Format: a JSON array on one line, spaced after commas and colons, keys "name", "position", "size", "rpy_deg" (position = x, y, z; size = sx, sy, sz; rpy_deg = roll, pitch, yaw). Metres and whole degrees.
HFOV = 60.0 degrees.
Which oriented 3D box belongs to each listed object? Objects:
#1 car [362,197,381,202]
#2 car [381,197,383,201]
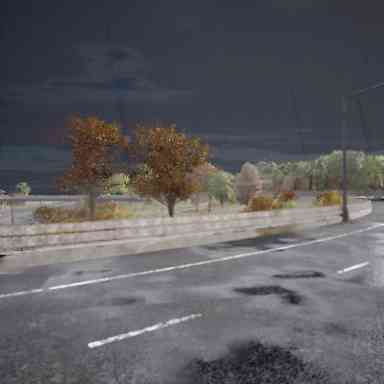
[{"name": "car", "position": [43.594, 1.809, 81.792], "size": [1.895, 1.301, 4.718], "rpy_deg": [0, 0, 3]}, {"name": "car", "position": [47.090, 1.814, 80.948], "size": [1.895, 1.301, 4.718], "rpy_deg": [0, 0, 3]}]
